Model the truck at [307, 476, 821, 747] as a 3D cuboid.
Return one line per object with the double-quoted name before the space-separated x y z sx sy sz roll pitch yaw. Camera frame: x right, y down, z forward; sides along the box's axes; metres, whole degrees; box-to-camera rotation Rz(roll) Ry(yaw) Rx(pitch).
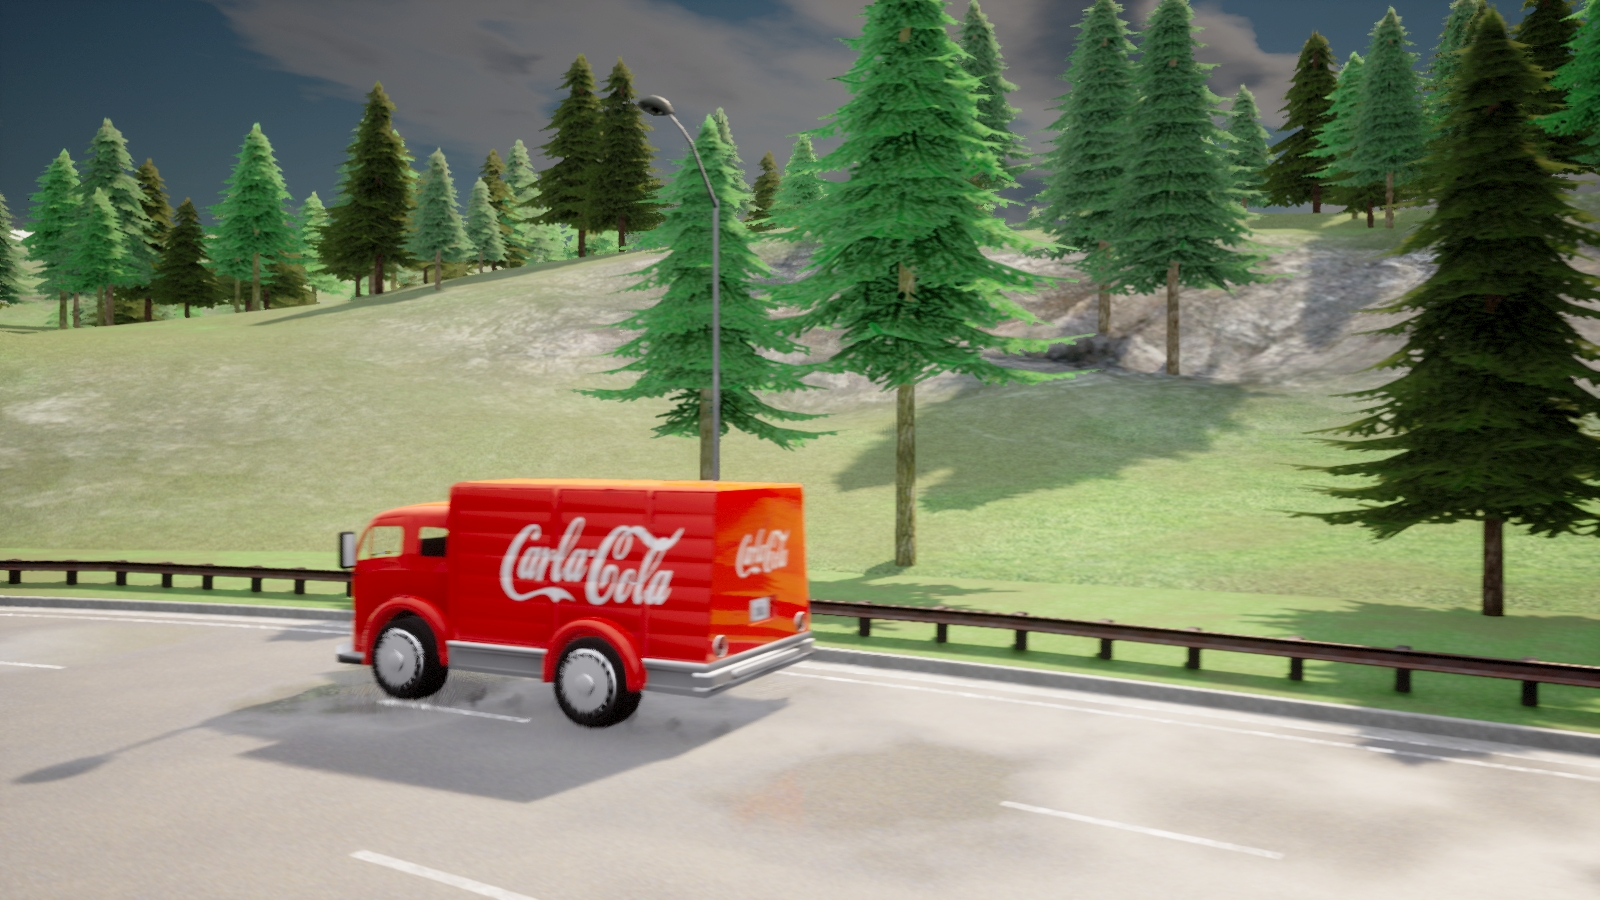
"truck" -2.678 1.569 13.042 5.204 2.467 2.627 0 0 25
